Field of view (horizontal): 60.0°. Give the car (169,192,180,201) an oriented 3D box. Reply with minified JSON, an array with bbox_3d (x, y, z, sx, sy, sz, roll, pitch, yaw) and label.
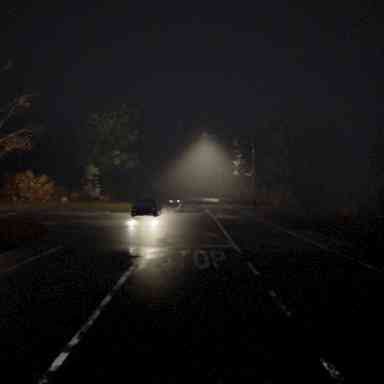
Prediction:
[{"bbox_3d":[-3.860,0.924,75.228,2.150,2.045,5.566,0,0,0],"label":"car"}]

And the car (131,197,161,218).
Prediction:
[{"bbox_3d":[-3.495,1.148,26.032,1.882,1.535,5.008,1,0,0],"label":"car"}]
